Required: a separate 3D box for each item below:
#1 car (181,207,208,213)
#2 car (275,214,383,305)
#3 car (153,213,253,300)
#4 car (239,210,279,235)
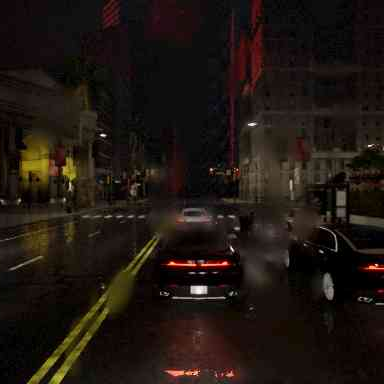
[{"bbox_3d":[0.118,1.525,17.478,1.812,1.442,4.674,0,0,0],"label":"car"},{"bbox_3d":[3.623,1.505,8.050,1.837,1.490,4.892,0,0,0],"label":"car"},{"bbox_3d":[0.120,1.505,8.378,1.837,1.490,4.892,0,0,0],"label":"car"},{"bbox_3d":[3.622,1.601,17.372,1.895,1.301,4.718,0,0,0],"label":"car"}]
